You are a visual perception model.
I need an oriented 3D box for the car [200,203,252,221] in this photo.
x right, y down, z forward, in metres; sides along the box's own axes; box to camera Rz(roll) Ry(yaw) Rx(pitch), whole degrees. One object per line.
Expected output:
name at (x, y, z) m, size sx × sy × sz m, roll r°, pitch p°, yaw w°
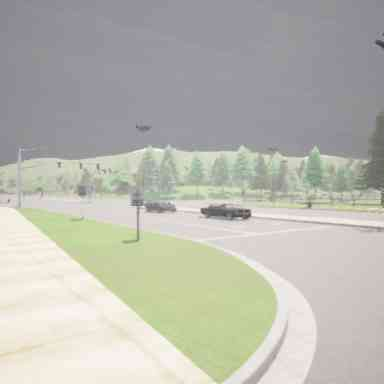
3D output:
car at (2.787, 1.573, 27.566) m, size 1.895 × 1.301 × 4.718 m, roll 0°, pitch 0°, yaw -35°

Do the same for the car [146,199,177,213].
car at (-3.474, 1.499, 36.611) m, size 1.812 × 1.442 × 4.674 m, roll 0°, pitch 1°, yaw -34°
